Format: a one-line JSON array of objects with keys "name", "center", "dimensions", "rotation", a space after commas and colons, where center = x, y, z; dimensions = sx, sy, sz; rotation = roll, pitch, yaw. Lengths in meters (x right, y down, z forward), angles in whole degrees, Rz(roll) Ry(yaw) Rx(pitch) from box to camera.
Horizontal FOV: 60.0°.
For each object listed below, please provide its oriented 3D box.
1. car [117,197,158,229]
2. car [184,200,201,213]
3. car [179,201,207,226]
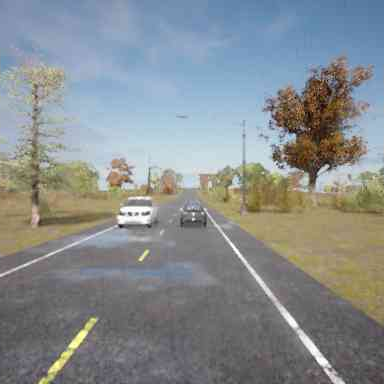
[{"name": "car", "center": [-3.597, 1.345, 23.039], "dimensions": [2.150, 2.045, 5.566], "rotation": [0, -1, 0]}, {"name": "car", "center": [0.101, 1.779, 41.799], "dimensions": [1.994, 1.385, 4.181], "rotation": [0, 0, 0]}, {"name": "car", "center": [0.101, 1.619, 24.289], "dimensions": [2.128, 1.511, 4.902], "rotation": [0, 0, 0]}]
